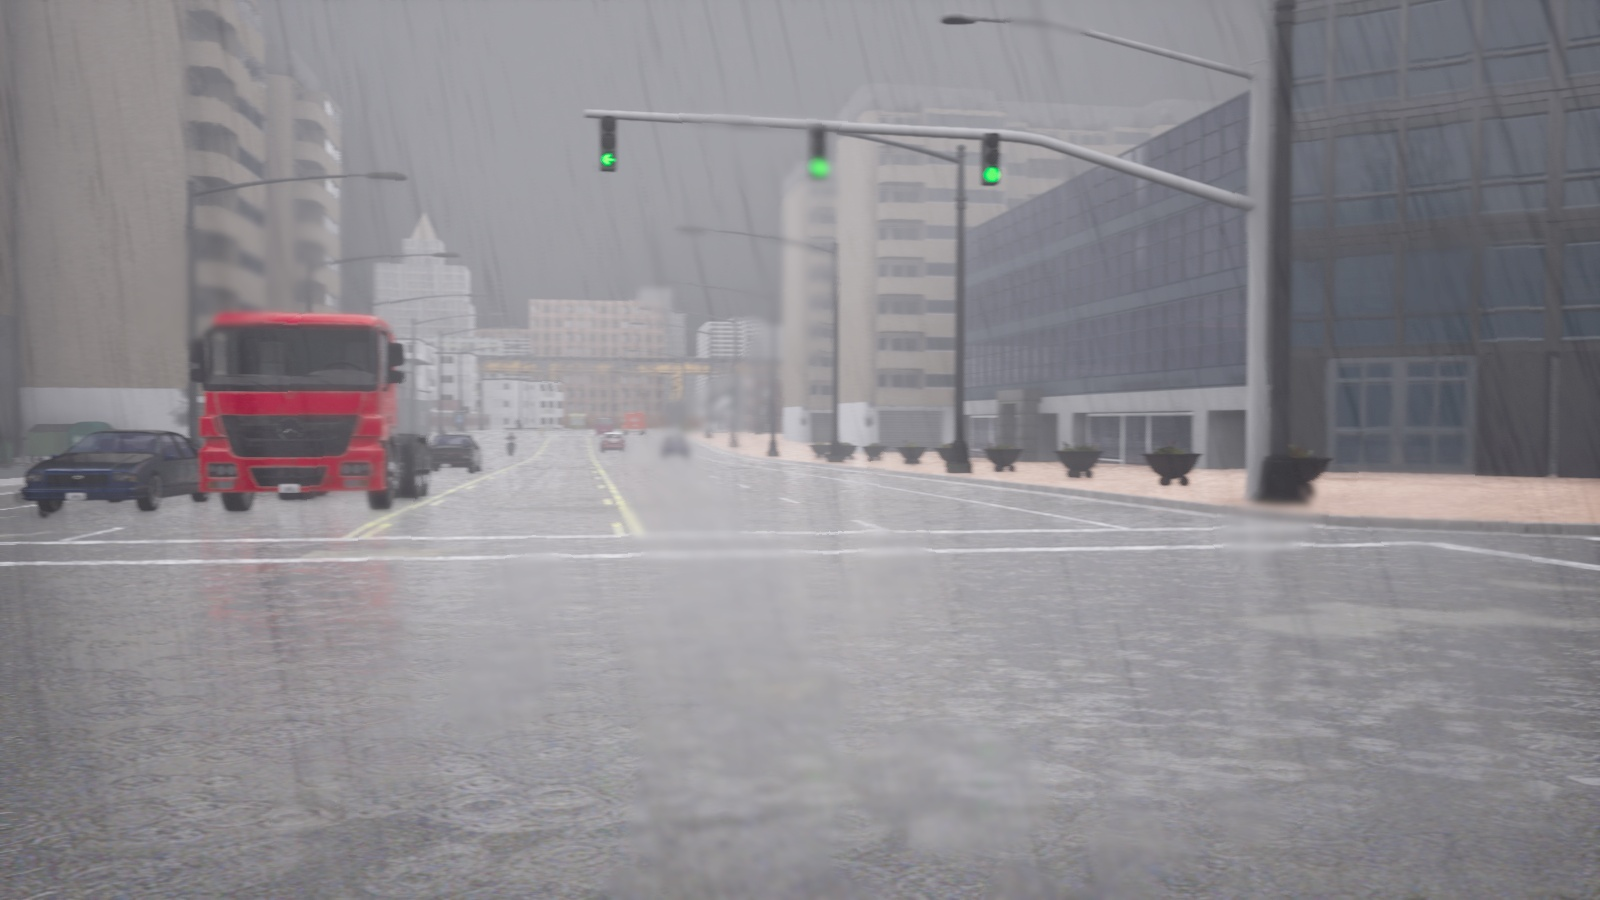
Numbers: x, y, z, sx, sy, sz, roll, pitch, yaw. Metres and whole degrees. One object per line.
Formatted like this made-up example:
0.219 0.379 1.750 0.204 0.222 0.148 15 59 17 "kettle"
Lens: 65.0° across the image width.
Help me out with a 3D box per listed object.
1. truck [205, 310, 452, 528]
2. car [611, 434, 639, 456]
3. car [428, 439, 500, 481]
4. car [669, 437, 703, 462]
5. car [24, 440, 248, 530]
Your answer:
-8.635 -0.549 24.096 2.891 3.462 7.936 -1 1 -9 "truck"
-13.069 -0.389 93.488 1.970 1.475 3.806 -1 2 -9 "car"
-12.298 0.345 46.230 2.033 1.411 5.357 -1 0 -9 "car"
-7.249 -0.071 79.856 1.845 1.501 3.633 -1 1 -9 "car"
-12.011 0.543 23.186 2.033 1.411 5.357 -1 1 -9 "car"
